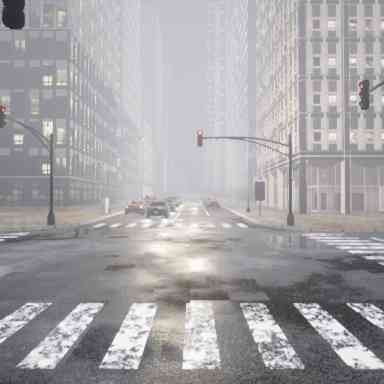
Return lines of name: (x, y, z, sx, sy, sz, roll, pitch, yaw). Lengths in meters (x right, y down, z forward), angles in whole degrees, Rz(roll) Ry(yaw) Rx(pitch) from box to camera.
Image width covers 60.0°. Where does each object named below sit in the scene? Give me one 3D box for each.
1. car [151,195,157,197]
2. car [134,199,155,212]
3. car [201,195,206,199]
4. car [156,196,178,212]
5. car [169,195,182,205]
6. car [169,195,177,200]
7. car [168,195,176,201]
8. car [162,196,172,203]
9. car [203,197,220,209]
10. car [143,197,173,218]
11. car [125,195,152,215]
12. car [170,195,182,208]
car: (-5.531, 1.332, 44.876, 2.192, 1.841, 5.009, 1, 0, 0)
car: (-5.554, 1.597, 39.301, 1.802, 1.307, 4.206, 1, 0, 0)
car: (2.881, 1.547, 56.237, 1.752, 1.417, 4.829, 1, 0, 0)
car: (-2.975, 1.520, 39.682, 1.837, 1.490, 4.892, 0, 0, 0)
car: (-2.873, 1.375, 58.390, 2.097, 1.767, 4.553, 0, 0, 1)
car: (-5.378, 1.605, 95.052, 1.947, 1.339, 4.313, 1, 0, 0)
car: (-5.395, 1.587, 89.477, 2.008, 1.369, 4.403, 1, 0, 0)
car: (-5.448, 1.573, 72.752, 1.887, 1.381, 4.507, 1, 0, 0)
car: (2.844, 1.599, 44.912, 1.802, 1.307, 4.206, 1, 0, 0)
car: (-3.005, 1.516, 30.266, 1.837, 1.490, 4.892, 0, 0, 0)
car: (-5.568, 1.453, 33.726, 1.967, 1.590, 4.097, 1, 0, 0)
car: (-2.942, 1.371, 48.737, 2.097, 1.767, 4.553, 0, 0, 0)
